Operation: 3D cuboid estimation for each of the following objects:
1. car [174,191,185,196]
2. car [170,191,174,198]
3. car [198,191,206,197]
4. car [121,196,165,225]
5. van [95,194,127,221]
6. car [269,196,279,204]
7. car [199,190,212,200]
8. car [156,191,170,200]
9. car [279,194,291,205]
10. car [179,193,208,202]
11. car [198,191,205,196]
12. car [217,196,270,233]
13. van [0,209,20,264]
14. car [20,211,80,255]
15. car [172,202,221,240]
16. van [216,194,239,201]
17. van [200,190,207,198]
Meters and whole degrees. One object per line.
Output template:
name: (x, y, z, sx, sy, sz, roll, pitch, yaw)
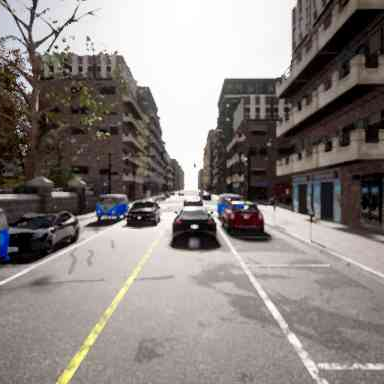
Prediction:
car: (-3.010, 0.462, 91.921, 2.128, 1.511, 4.902, 0, 1, 0)
car: (-5.684, 0.594, 72.990, 1.967, 1.590, 4.097, 1, 1, 0)
car: (2.693, 0.485, 90.089, 1.752, 1.417, 4.829, 1, 1, 0)
car: (-3.090, 1.249, 21.879, 1.837, 1.490, 4.892, 0, 1, 0)
van: (-5.642, 1.063, 23.762, 1.690, 1.788, 3.998, 1, 1, 0)
car: (13.636, 1.019, 49.896, 4.097, 1.590, 1.967, 0, -1, 1)
car: (2.696, 0.850, 61.708, 1.947, 1.339, 4.313, 1, 1, 0)
car: (-5.683, 0.811, 61.536, 1.752, 1.417, 4.829, 1, 1, 0)
car: (13.533, 1.094, 41.515, 4.313, 1.339, 1.947, 0, -1, 1)
car: (0.097, 1.127, 31.307, 2.128, 1.511, 4.902, 0, 1, 0)
car: (2.691, 0.479, 95.561, 1.802, 1.307, 4.206, 1, 1, 0)
car: (2.672, 1.227, 18.240, 1.967, 1.590, 4.097, 1, 1, 0)
van: (-5.682, 1.256, 7.192, 1.690, 1.788, 3.998, 1, 1, 0)
car: (-5.662, 1.416, 12.718, 1.947, 1.339, 4.313, 1, 1, 0)
car: (0.099, 1.379, 15.763, 1.994, 1.385, 4.181, 0, 1, 0)
van: (2.671, 1.064, 23.761, 1.690, 1.788, 3.998, 1, 1, 0)
van: (2.697, 0.431, 78.632, 1.690, 1.788, 3.998, 1, 1, 0)
